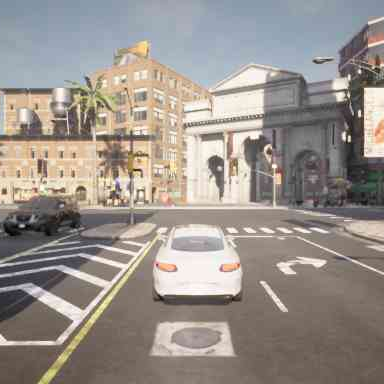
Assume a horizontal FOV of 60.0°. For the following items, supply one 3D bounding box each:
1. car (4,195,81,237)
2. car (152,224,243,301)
[{"bbox_3d":[-7.900,1.221,18.302,2.150,2.045,5.566,0,0,1],"label":"car"},{"bbox_3d":[0.109,1.526,8.211,1.812,1.442,4.674,0,0,0],"label":"car"}]
